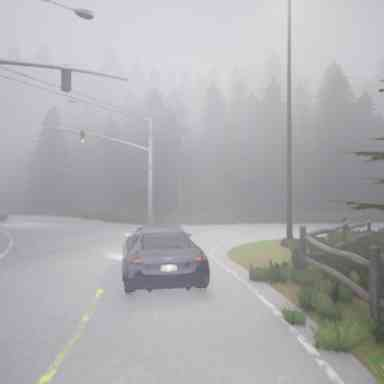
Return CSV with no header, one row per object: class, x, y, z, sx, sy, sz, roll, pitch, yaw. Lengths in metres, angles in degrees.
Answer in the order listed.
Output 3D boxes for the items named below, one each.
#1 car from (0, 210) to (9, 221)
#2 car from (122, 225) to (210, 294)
car,-16.639,1.662,26.407,4.718,1.301,1.895,0,0,31
car,-0.875,1.584,8.998,1.994,1.385,4.181,0,0,-11
